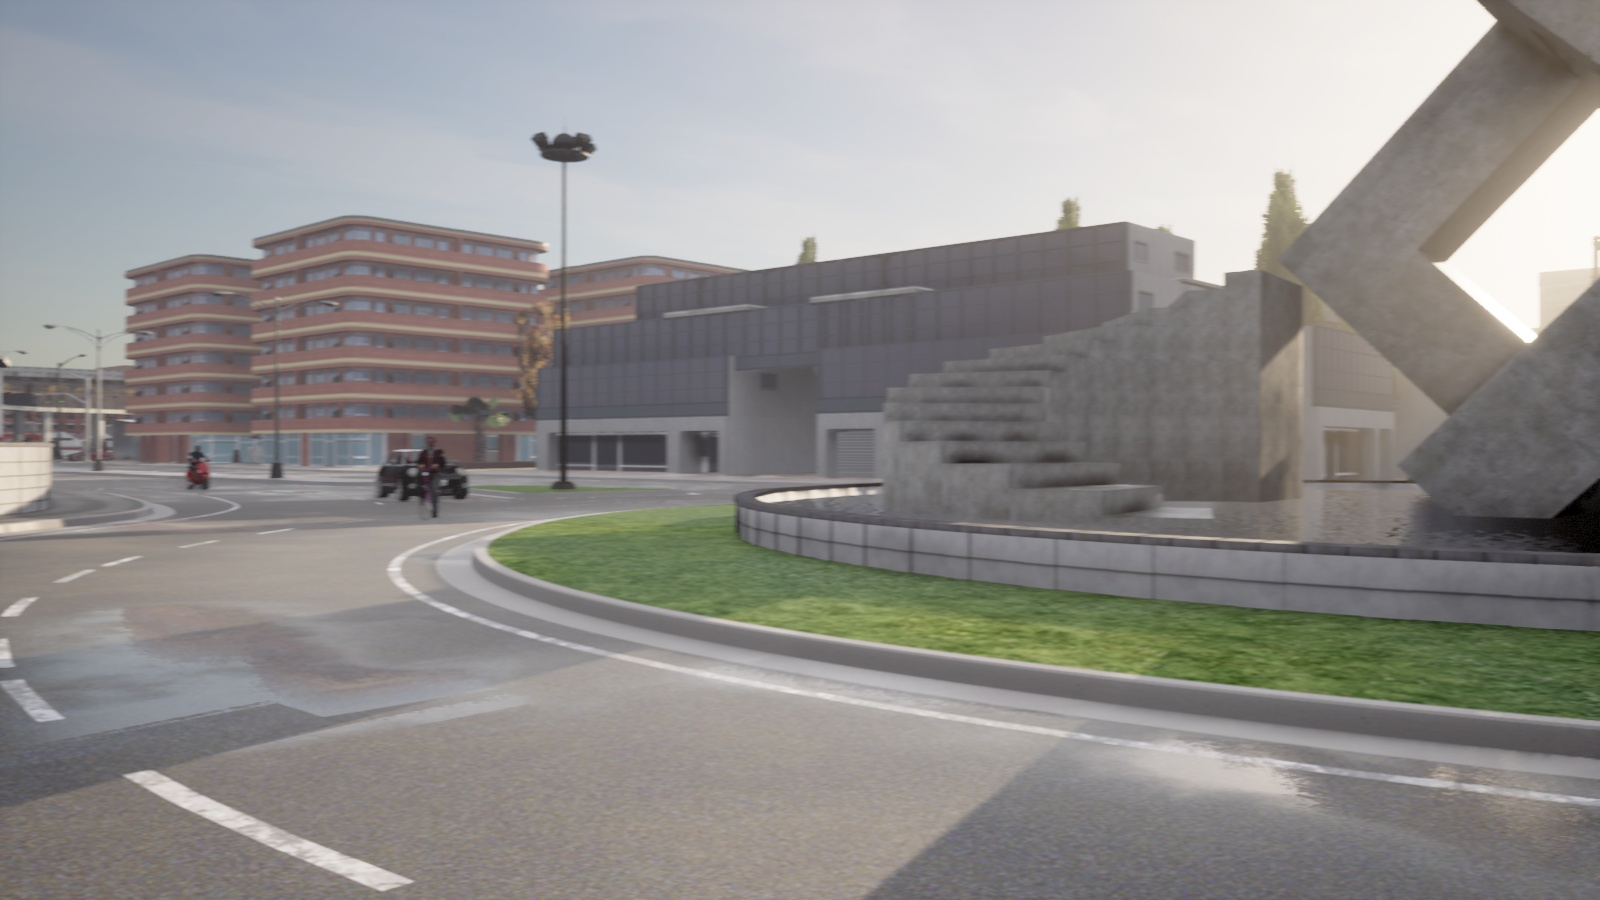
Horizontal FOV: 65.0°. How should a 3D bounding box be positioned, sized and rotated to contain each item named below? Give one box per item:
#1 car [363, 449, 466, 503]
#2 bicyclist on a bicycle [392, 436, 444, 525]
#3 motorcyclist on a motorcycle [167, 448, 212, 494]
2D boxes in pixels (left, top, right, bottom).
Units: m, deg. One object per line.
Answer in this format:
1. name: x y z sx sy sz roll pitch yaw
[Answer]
1. car: -11.343 0.718 36.844 1.970 1.475 3.806 0 0 -32
2. bicyclist on a bicycle: -7.924 0.620 26.101 0.659 1.776 1.843 -1 0 -5
3. motorcyclist on a motorcycle: -21.517 0.715 44.245 1.817 1.590 0.866 0 0 44
